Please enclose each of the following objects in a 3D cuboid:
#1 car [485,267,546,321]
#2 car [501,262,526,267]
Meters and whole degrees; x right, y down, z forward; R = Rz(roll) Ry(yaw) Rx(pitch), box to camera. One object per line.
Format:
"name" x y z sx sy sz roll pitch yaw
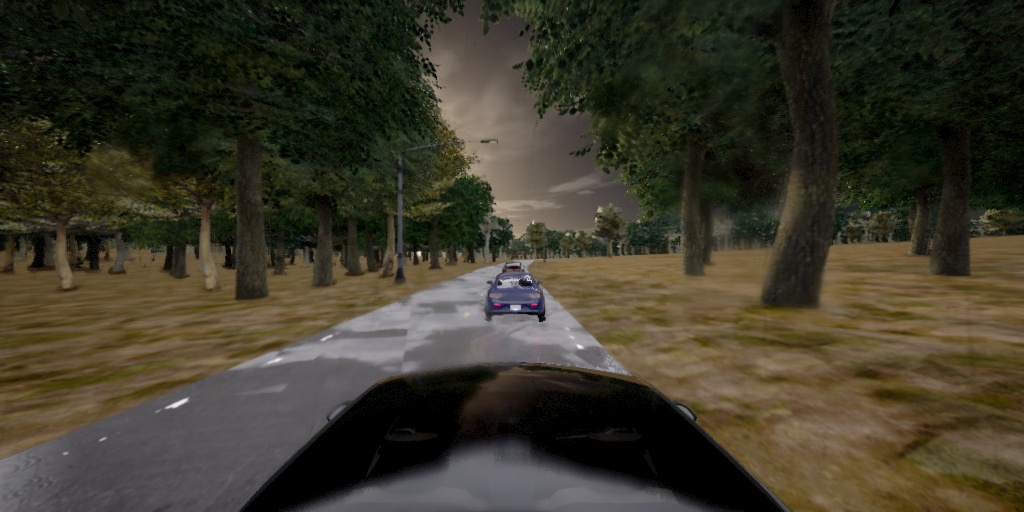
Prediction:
"car" 0.102 1.274 12.342 1.812 1.442 4.674 0 0 0
"car" 0.109 1.235 30.242 1.837 1.490 4.892 0 0 0
